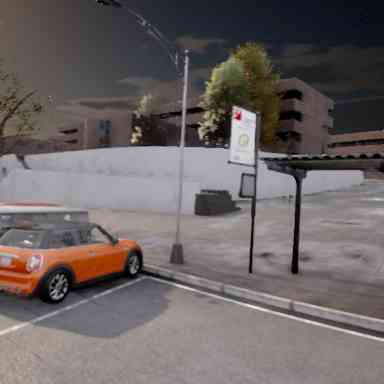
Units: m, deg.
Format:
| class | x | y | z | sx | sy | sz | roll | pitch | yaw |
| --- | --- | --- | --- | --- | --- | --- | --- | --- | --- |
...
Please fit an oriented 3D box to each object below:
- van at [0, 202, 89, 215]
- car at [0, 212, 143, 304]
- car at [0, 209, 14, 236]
| class | x | y | z | sx | sy | sz | roll | pitch | yaw |
| --- | --- | --- | --- | --- | --- | --- | --- | --- | --- |
| van | -5.453 | 1.469 | 11.164 | 1.878 | 1.987 | 4.442 | 2 | -2 | 23 |
| car | -3.227 | 1.607 | 9.188 | 2.185 | 1.767 | 4.553 | 1 | -2 | 23 |
| car | -12.086 | 1.632 | 17.355 | 2.002 | 1.452 | 4.674 | 1 | -2 | 22 |
